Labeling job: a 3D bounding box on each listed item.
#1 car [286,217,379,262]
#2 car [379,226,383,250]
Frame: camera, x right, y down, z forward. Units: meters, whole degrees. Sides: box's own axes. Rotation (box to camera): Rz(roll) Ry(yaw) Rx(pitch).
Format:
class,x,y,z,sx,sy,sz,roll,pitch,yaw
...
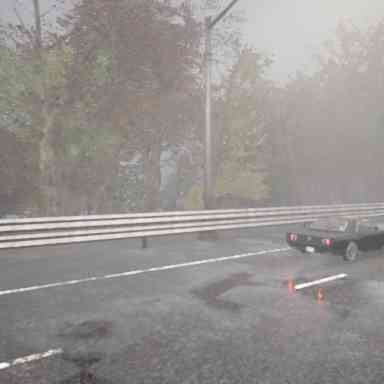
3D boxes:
class,x,y,z,sx,sy,sz,roll,pitch,yaw
car,5.633,1.558,12.006,4.718,1.301,1.895,0,0,-35
car,7.421,1.458,8.976,4.902,1.511,2.128,0,0,-35
